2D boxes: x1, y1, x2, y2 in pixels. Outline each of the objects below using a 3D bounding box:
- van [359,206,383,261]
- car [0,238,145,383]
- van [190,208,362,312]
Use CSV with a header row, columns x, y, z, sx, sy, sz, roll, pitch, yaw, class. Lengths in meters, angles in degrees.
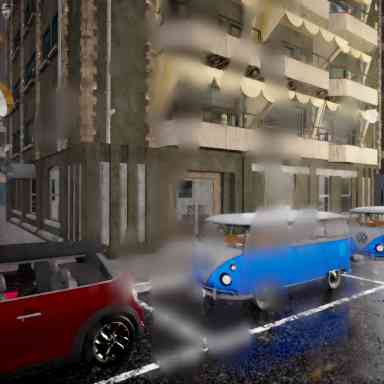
x,y,z,sx,sy,sz,roll,pitch,yaw,class
6.496,1.345,10.755,3.998,1.788,1.690,0,0,-36,van
-2.755,1.440,4.128,4.097,1.590,1.967,0,0,-36,car
1.870,1.342,7.441,3.998,1.788,1.690,0,0,-36,van
